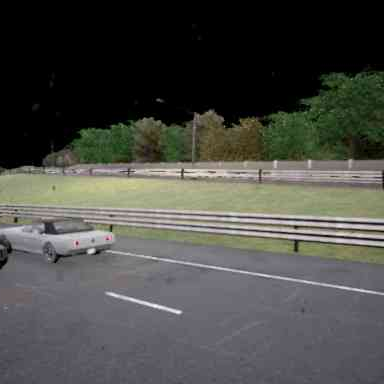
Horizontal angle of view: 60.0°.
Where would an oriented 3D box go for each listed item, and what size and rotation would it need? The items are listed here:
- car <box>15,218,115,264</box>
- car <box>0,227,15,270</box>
[{"bbox_3d":[-5.006,1.591,11.847,4.718,1.301,1.895,0,0,35],"label":"car"},{"bbox_3d":[-7.000,1.591,8.970,4.718,1.301,1.895,0,0,35],"label":"car"}]
